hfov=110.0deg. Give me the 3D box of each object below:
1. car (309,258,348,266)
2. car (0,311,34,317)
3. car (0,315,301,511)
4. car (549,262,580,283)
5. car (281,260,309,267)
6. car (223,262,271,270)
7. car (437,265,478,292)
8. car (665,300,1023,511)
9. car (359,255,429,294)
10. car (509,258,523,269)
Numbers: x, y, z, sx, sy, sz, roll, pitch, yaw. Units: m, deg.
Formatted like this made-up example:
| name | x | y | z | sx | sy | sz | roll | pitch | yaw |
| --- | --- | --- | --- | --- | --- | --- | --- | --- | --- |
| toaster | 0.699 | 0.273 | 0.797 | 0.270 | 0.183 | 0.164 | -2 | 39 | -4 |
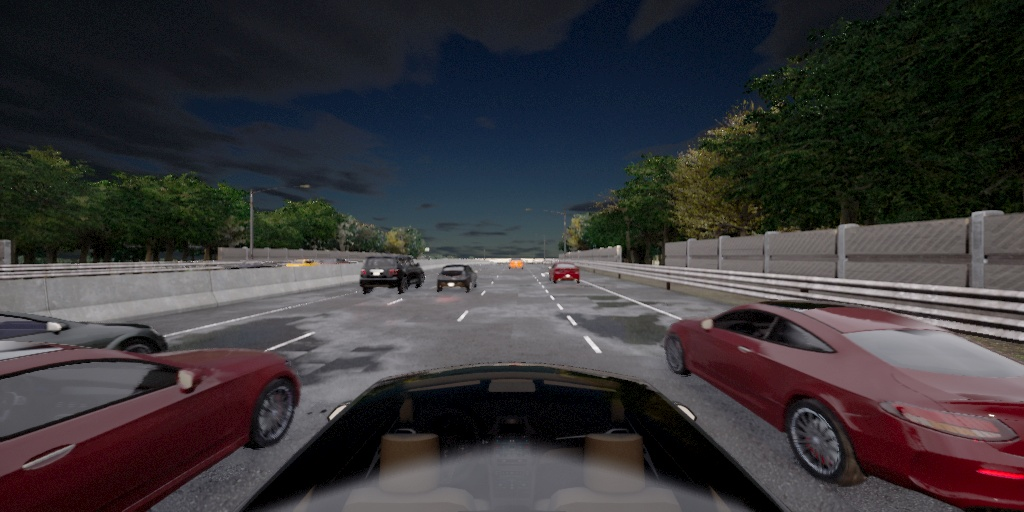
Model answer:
| name | x | y | z | sx | sy | sz | roll | pitch | yaw |
| --- | --- | --- | --- | --- | --- | --- | --- | --- | --- |
| car | -20.620 | 1.044 | 41.113 | 2.097 | 1.767 | 4.553 | 0 | 0 | 1 |
| car | -6.879 | 1.317 | 4.356 | 1.994 | 1.385 | 4.181 | 0 | 0 | 1 |
| car | -3.406 | 1.276 | 2.256 | 1.812 | 1.442 | 4.674 | 0 | 0 | 1 |
| car | 3.908 | 1.214 | 27.346 | 1.882 | 1.535 | 5.008 | 0 | 0 | 1 |
| car | -24.122 | 1.170 | 40.935 | 1.882 | 1.535 | 5.008 | 0 | 0 | 1 |
| car | -27.666 | 1.304 | 37.516 | 1.895 | 1.301 | 4.718 | 0 | 0 | 1 |
| car | -3.169 | 1.254 | 21.297 | 1.837 | 1.490 | 4.892 | 0 | 0 | 1 |
| car | 3.623 | 1.280 | 4.496 | 1.812 | 1.442 | 4.674 | 0 | 0 | 1 |
| car | -6.679 | 0.972 | 20.454 | 2.150 | 2.045 | 5.566 | 0 | 0 | 1 |
| car | 0.665 | 1.050 | 56.027 | 2.097 | 1.767 | 4.553 | 0 | 0 | 1 |
